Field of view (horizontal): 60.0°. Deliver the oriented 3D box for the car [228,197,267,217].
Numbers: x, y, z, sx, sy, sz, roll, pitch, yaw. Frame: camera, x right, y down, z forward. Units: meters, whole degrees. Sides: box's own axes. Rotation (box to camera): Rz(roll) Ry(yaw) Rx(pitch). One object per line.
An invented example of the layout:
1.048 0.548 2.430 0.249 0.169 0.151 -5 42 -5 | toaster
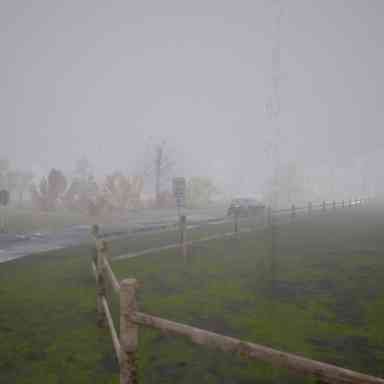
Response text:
5.140 1.282 30.480 2.097 1.767 4.553 0 0 36 | car
